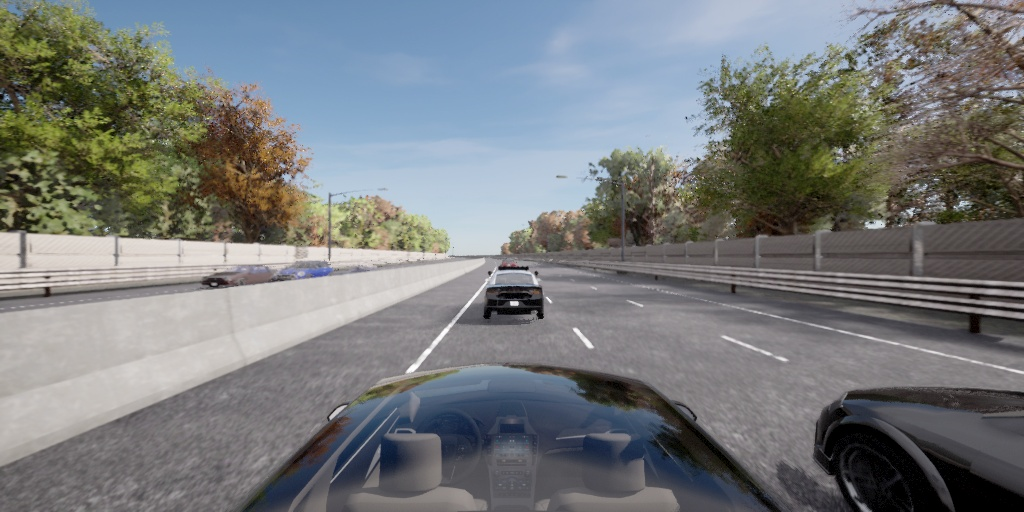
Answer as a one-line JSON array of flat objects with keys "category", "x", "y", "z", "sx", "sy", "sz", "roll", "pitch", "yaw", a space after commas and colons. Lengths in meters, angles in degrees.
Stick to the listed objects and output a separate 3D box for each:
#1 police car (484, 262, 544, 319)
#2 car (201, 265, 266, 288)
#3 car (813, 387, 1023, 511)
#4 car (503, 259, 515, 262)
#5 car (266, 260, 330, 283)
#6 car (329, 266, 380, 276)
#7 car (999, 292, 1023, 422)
[{"category": "police car", "x": 0.052, "y": 1.179, "z": 13.019, "sx": 1.930, "sy": 1.638, "sz": 5.238, "roll": 0, "pitch": 0, "yaw": 0}, {"category": "car", "x": -17.670, "y": 1.306, "z": 23.918, "sx": 2.033, "sy": 1.411, "sz": 5.357, "roll": 0, "pitch": 0, "yaw": 0}, {"category": "car", "x": 3.592, "y": 1.313, "z": 1.341, "sx": 1.994, "sy": 1.385, "sz": 4.181, "roll": 0, "pitch": 0, "yaw": 0}, {"category": "car", "x": -0.399, "y": 1.117, "z": 42.997, "sx": 2.097, "sy": 1.767, "sz": 4.553, "roll": 0, "pitch": 0, "yaw": -1}, {"category": "car", "x": -14.173, "y": 1.110, "z": 24.654, "sx": 2.097, "sy": 1.767, "sz": 4.553, "roll": 0, "pitch": 0, "yaw": 0}, {"category": "car", "x": -10.673, "y": 1.360, "z": 25.448, "sx": 1.895, "sy": 1.301, "sz": 4.718, "roll": 0, "pitch": 0, "yaw": -1}, {"category": "car", "x": 7.092, "y": 1.226, "z": 2.021, "sx": 1.882, "sy": 1.535, "sz": 5.008, "roll": 0, "pitch": 0, "yaw": 0}]
